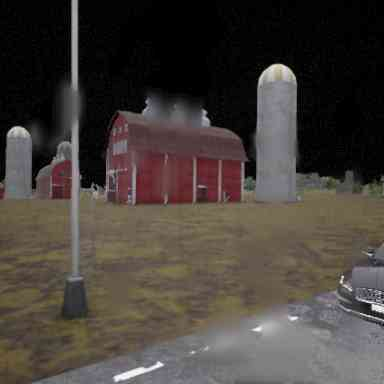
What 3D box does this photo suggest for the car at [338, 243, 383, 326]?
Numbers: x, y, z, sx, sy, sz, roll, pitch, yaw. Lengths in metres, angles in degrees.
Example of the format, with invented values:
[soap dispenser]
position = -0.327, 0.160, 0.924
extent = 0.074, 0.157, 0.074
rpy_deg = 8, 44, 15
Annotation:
[car]
position = 4.768, 1.494, 6.474
extent = 4.892, 1.490, 1.837
rpy_deg = -1, 0, -36
